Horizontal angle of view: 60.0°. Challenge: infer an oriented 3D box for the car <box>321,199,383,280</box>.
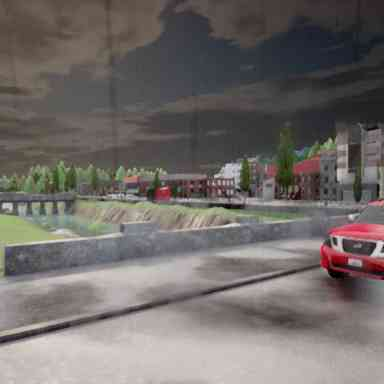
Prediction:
[{"bbox_3d":[5.814,1.211,8.981,5.566,2.045,2.150,0,0,-37],"label":"car"}]
